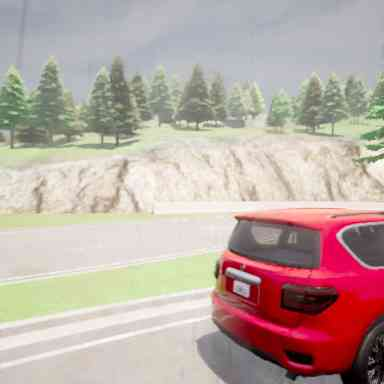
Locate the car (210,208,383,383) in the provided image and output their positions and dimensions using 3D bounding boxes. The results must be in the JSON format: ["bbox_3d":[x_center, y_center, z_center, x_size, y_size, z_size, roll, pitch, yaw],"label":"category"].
[{"bbox_3d":[2.952,1.283,5.235,5.566,2.045,2.150,1,-1,-28],"label":"car"}]
